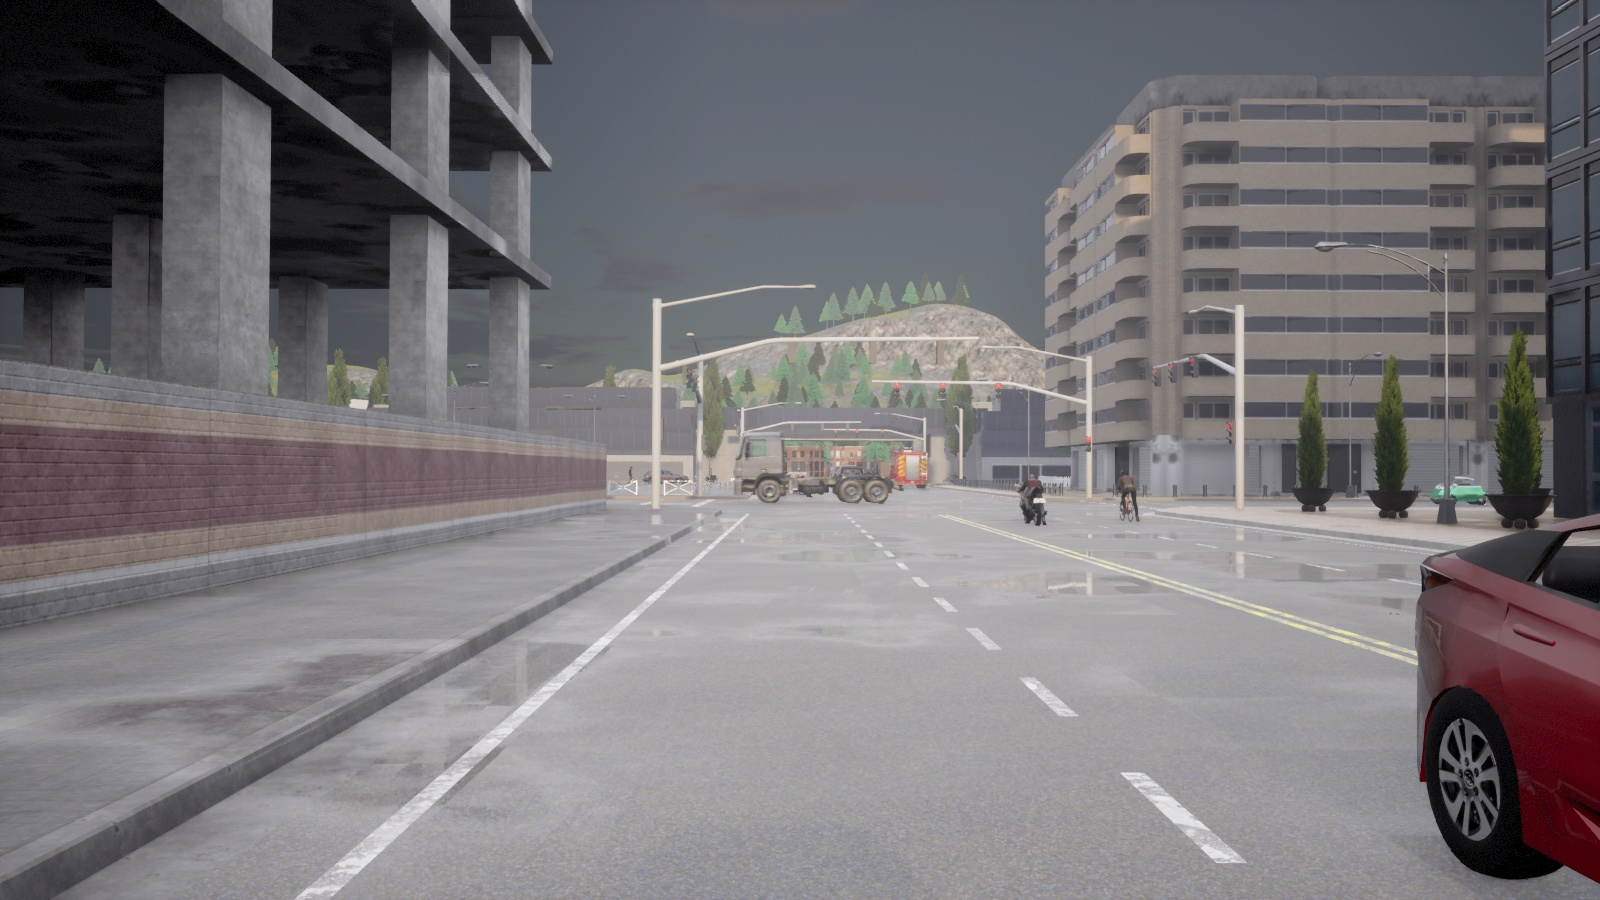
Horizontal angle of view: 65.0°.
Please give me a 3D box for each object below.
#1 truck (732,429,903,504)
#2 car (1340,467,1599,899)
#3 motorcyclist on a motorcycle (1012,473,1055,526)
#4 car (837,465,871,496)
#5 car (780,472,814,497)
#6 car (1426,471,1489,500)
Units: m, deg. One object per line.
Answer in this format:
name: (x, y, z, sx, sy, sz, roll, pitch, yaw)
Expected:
truck: (0.801, 0.798, 59.687, 7.936, 3.462, 2.891, 0, -1, -1)
car: (3.492, 0.806, 3.505, 2.007, 1.525, 4.514, 0, -1, 0)
motorcyclist on a motorcycle: (6.914, 1.446, 37.268, 0.866, 1.530, 2.191, 0, -1, 0)
car: (3.317, 1.907, 78.188, 1.905, 1.878, 3.866, 0, -1, 0)
car: (-0.174, 2.047, 75.606, 1.970, 1.475, 3.806, 0, -1, 0)
car: (31.427, 1.694, 60.073, 2.207, 1.376, 1.481, 0, -1, 0)
